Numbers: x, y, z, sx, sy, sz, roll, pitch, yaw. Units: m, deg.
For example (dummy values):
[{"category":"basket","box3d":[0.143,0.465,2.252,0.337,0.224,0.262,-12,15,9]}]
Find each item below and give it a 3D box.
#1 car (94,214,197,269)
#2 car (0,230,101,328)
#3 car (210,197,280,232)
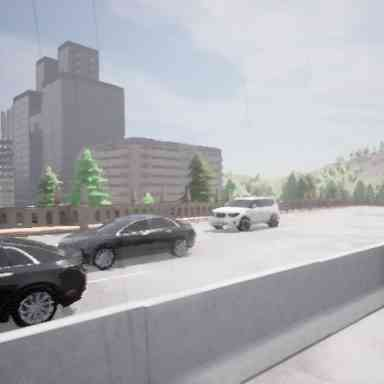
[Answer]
[{"category":"car","box3d":[-2.042,1.563,11.481,4.892,1.490,1.837,0,0,-40]},{"category":"car","box3d":[-4.231,1.536,5.411,4.892,1.490,1.837,0,0,-36]},{"category":"car","box3d":[3.545,1.331,21.325,2.150,2.045,5.566,0,-1,44]}]
